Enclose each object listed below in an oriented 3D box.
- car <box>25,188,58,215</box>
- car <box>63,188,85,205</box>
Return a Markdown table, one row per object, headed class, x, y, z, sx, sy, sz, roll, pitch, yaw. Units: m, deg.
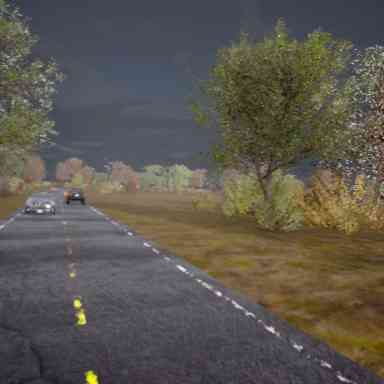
| class | x | y | z | sx | sy | sz | roll | pitch | yaw |
| --- | --- | --- | --- | --- | --- | --- | --- | --- | --- |
| car | -11.606 | 0.767 | 25.770 | 2.097 | 1.767 | 4.553 | 3 | 0 | -22 |
| car | -14.891 | 0.474 | 42.559 | 2.150 | 2.045 | 5.566 | 3 | 0 | -22 |
